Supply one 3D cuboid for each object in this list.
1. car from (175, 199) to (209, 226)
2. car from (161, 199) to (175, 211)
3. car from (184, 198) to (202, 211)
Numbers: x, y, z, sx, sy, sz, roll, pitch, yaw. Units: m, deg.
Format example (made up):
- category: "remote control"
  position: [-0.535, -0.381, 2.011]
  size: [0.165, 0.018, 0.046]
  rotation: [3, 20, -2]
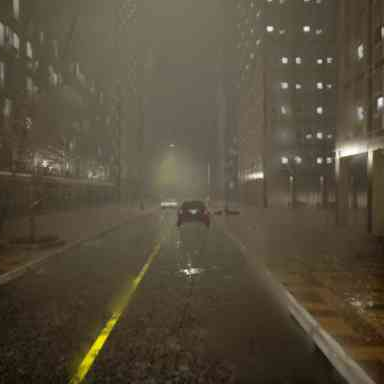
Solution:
- category: "car"
  position: [0.098, 1.329, 23.487]
  size: [2.097, 1.767, 4.553]
  rotation: [0, 0, 0]
- category: "car"
  position: [-2.788, 1.587, 41.446]
  size: [1.895, 1.301, 4.718]
  rotation: [0, 0, 0]
- category: "car"
  position: [0.097, 1.533, 41.254]
  size: [2.033, 1.411, 5.357]
  rotation: [0, 0, 0]
